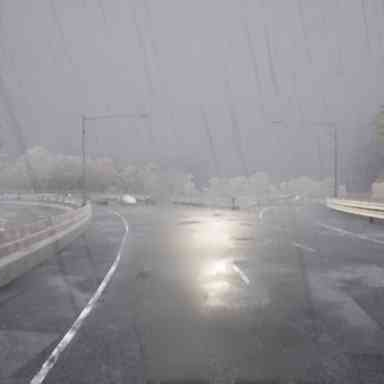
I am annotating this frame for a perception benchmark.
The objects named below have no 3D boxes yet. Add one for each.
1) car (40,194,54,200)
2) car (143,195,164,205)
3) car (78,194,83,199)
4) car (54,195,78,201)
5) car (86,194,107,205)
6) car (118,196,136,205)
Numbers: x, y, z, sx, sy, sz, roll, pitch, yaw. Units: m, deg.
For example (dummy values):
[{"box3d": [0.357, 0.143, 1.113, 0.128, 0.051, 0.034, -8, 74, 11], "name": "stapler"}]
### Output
[{"box3d": [-32.838, 1.273, 75.740, 5.008, 1.535, 1.882, 0, 0, 41], "name": "car"}, {"box3d": [-6.050, 1.243, 51.630, 1.882, 1.535, 5.008, 0, 0, -28], "name": "car"}, {"box3d": [-25.716, 1.264, 78.513, 4.902, 1.511, 2.128, 0, 0, 44], "name": "car"}, {"box3d": [-29.130, 1.307, 76.999, 5.357, 1.411, 2.033, 0, 0, 44], "name": "car"}, {"box3d": [-15.158, 1.372, 53.548, 1.994, 1.385, 4.181, 0, 0, -31], "name": "car"}, {"box3d": [-10.212, 1.313, 51.989, 1.812, 1.442, 4.674, 0, 0, -29], "name": "car"}]
